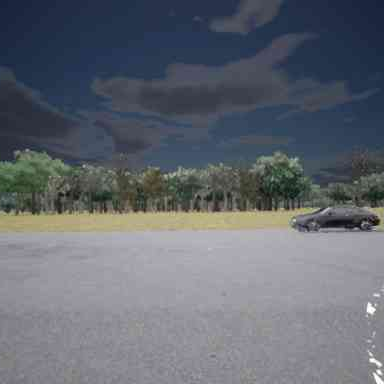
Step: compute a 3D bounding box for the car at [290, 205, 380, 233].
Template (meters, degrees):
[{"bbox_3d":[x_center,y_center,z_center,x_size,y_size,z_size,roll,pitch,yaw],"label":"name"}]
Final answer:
[{"bbox_3d":[7.842,1.454,18.364,4.674,1.442,1.812,-1,-3,-1],"label":"car"}]
